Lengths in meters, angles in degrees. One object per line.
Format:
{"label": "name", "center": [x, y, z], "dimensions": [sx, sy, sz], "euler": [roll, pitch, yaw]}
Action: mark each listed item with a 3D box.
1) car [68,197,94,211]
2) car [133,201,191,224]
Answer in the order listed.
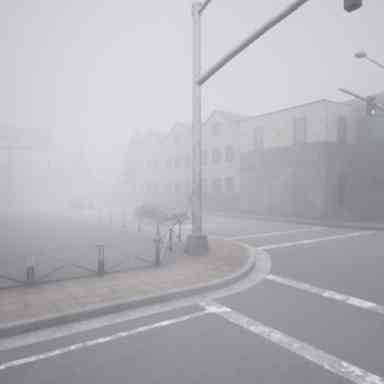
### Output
{"label": "car", "center": [-12.712, 1.291, 37.953], "dimensions": [2.128, 1.511, 4.902], "euler": [0, 0, -35]}
{"label": "car", "center": [-2.235, 1.346, 23.090], "dimensions": [2.033, 1.411, 5.357], "euler": [0, 0, -35]}
